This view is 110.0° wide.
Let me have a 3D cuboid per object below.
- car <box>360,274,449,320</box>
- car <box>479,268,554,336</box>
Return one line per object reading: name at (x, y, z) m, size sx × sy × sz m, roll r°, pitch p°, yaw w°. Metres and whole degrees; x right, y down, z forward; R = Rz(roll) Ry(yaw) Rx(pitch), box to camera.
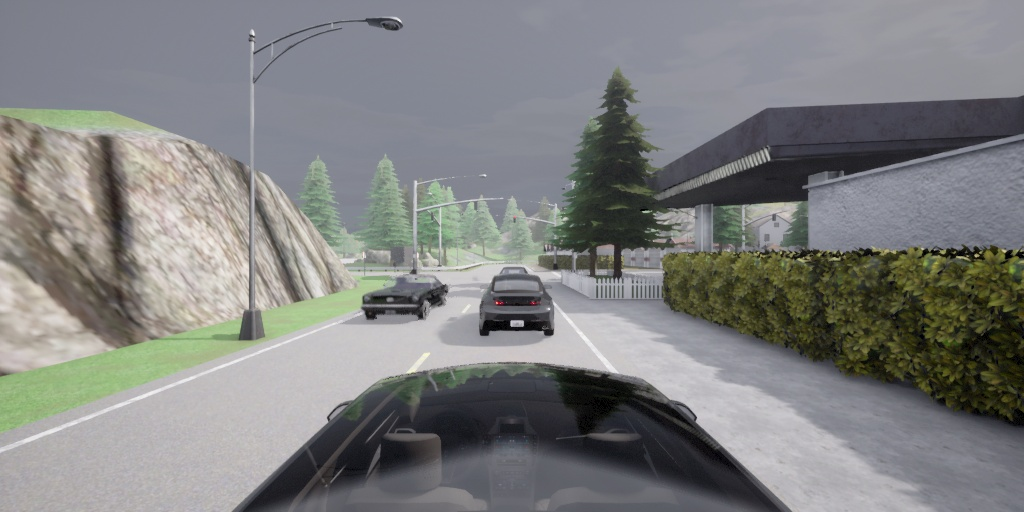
car at (-3.565, 1.351, 12.725) m, size 1.895 × 1.301 × 4.718 m, roll 0°, pitch 0°, yaw 0°
car at (0.117, 1.255, 10.376) m, size 1.837 × 1.490 × 4.892 m, roll 0°, pitch 0°, yaw 0°
